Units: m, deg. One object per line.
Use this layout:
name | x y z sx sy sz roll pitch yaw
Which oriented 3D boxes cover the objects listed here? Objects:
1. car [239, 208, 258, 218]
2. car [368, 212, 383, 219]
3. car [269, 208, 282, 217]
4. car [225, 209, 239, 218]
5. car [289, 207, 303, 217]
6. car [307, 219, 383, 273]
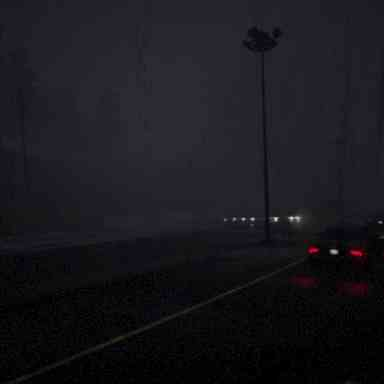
car | 9.830 3.522 55.645 1.837 1.490 4.892 -2 -2 23
car | 15.387 2.328 27.125 1.994 1.385 4.181 -3 -3 31
car | 14.210 3.473 57.089 2.128 1.511 4.902 -2 -3 22
car | 7.253 3.667 58.555 1.882 1.535 5.008 -2 -3 22
car | 17.555 3.359 56.039 2.128 1.511 4.902 -2 -3 22
car | 5.766 1.922 12.171 2.033 1.411 5.357 -3 -3 35
